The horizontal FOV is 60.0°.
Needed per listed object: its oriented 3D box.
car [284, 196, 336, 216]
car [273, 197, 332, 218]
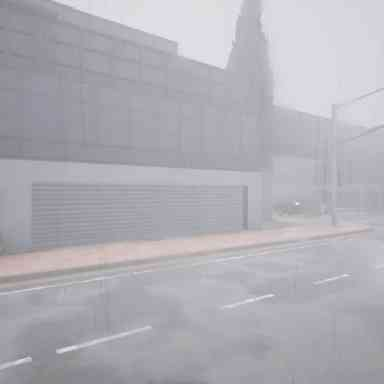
[{"bbox_3d":[11.789,1.352,33.423,2.097,1.767,4.553,0,0,-37],"label":"car"},{"bbox_3d":[9.700,1.492,30.366,2.128,1.511,4.902,0,0,-37],"label":"car"}]
